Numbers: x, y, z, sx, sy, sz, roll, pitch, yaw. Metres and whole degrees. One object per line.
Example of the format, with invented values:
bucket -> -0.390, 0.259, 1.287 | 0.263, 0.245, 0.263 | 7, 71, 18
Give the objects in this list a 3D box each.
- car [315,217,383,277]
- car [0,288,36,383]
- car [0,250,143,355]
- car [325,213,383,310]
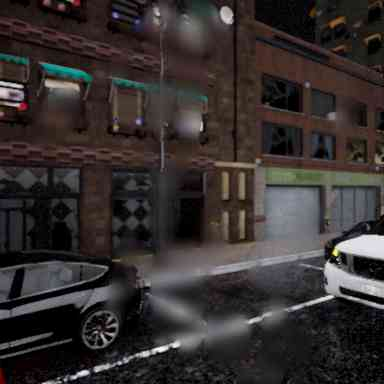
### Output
car -> 6.217, 1.641, 11.004 | 4.313, 1.339, 1.947 | 0, -1, -35
car -> -3.214, 1.587, 1.075 | 4.718, 1.301, 1.895 | 0, 0, -35
car -> -2.776, 1.568, 4.588 | 4.313, 1.339, 1.947 | 0, -1, -36
car -> 5.206, 1.276, 7.076 | 5.566, 2.045, 2.150 | 0, 0, -35
